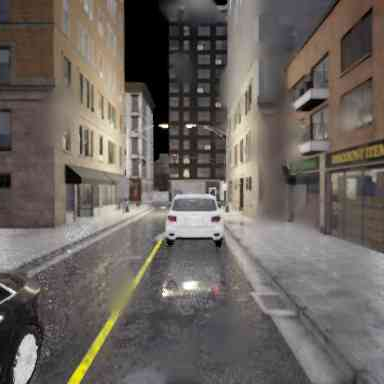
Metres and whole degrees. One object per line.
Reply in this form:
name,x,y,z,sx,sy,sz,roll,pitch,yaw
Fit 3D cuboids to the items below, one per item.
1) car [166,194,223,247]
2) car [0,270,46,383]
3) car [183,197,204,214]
car,0.125,1.078,14.398,2.150,2.045,5.566,0,1,1
car,-2.745,1.480,2.292,1.837,1.490,4.892,0,1,0
car,0.170,1.211,31.287,1.812,1.442,4.674,0,1,0
